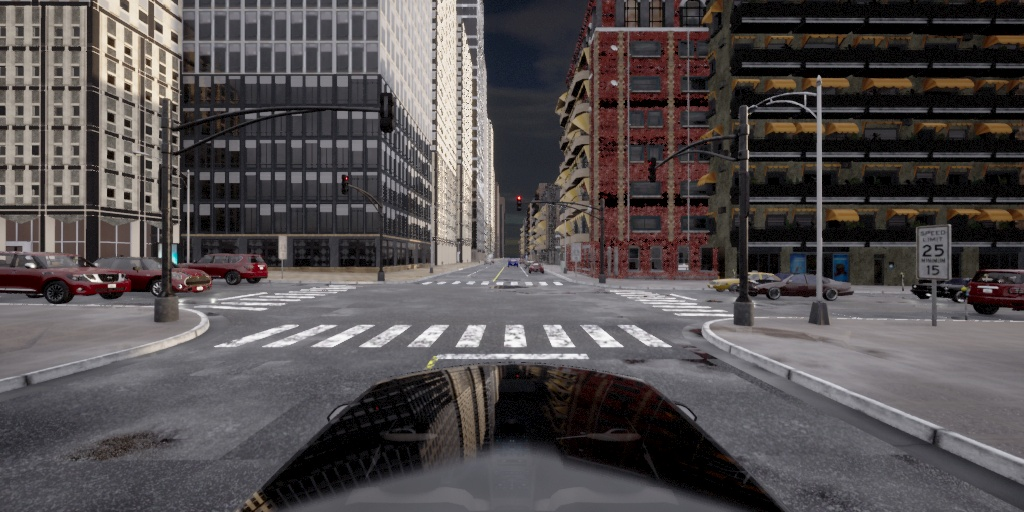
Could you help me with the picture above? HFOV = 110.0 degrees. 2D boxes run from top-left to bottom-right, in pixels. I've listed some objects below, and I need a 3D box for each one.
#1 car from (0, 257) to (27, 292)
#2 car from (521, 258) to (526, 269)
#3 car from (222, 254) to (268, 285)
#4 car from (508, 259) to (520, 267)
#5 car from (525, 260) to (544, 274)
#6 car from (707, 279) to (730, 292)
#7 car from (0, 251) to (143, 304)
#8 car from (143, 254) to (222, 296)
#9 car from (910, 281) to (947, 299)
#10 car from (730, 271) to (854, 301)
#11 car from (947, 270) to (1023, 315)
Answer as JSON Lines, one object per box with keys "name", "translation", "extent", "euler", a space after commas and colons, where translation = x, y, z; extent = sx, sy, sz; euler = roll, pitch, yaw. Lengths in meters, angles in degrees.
{"name": "car", "translation": [-25.382, 0.780, 15.970], "extent": [5.008, 1.535, 1.882], "euler": [1, 0, 0]}
{"name": "car", "translation": [2.766, 1.317, 54.686], "extent": [2.007, 1.370, 4.403], "euler": [0, 0, 0]}
{"name": "car", "translation": [-17.681, 0.776, 21.819], "extent": [5.009, 1.841, 2.192], "euler": [0, 0, 0]}
{"name": "car", "translation": [0.191, 1.252, 65.122], "extent": [1.882, 1.535, 5.008], "euler": [0, 0, 0]}
{"name": "car", "translation": [2.798, 1.341, 41.769], "extent": [1.802, 1.307, 4.207], "euler": [0, 0, 0]}
{"name": "car", "translation": [14.660, 1.587, 22.055], "extent": [4.829, 1.417, 1.751], "euler": [0, 0, 0]}
{"name": "car", "translation": [-17.558, 0.757, 13.439], "extent": [5.009, 1.841, 2.192], "euler": [0, 0, 0]}
{"name": "car", "translation": [-16.268, 0.825, 16.074], "extent": [4.553, 1.767, 2.097], "euler": [1, 0, -2]}
{"name": "car", "translation": [24.889, 1.839, 19.539], "extent": [4.718, 1.301, 1.895], "euler": [1, 0, -1]}
{"name": "car", "translation": [15.259, 1.610, 19.468], "extent": [5.357, 1.411, 2.033], "euler": [1, 0, 0]}
{"name": "car", "translation": [20.616, 1.461, 13.750], "extent": [5.009, 1.841, 2.192], "euler": [0, 0, 0]}
